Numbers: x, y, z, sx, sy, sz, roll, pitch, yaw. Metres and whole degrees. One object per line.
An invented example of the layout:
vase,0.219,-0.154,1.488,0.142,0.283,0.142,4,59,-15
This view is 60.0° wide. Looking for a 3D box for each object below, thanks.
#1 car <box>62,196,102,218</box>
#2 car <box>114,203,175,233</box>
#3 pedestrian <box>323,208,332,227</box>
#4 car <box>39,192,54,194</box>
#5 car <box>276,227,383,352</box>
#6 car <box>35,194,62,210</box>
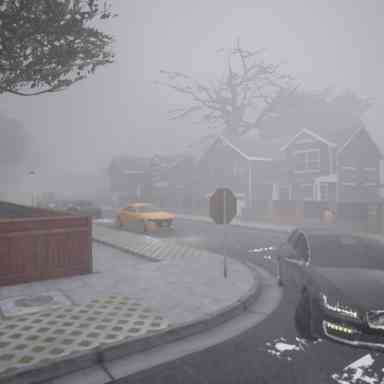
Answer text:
car,-9.201,1.409,28.213,1.837,1.490,4.892,-1,1,-36
car,-2.895,1.423,19.560,1.882,1.535,5.008,-1,0,-36
pedestrian,6.690,1.341,16.347,0.375,1.300,0.375,0,0,-36
car,-22.580,1.036,51.392,2.150,2.045,5.566,-1,1,-36
car,2.828,1.513,6.467,1.837,1.490,4.892,3,0,7
car,-16.877,1.358,38.798,2.128,1.511,4.902,-1,1,-36
